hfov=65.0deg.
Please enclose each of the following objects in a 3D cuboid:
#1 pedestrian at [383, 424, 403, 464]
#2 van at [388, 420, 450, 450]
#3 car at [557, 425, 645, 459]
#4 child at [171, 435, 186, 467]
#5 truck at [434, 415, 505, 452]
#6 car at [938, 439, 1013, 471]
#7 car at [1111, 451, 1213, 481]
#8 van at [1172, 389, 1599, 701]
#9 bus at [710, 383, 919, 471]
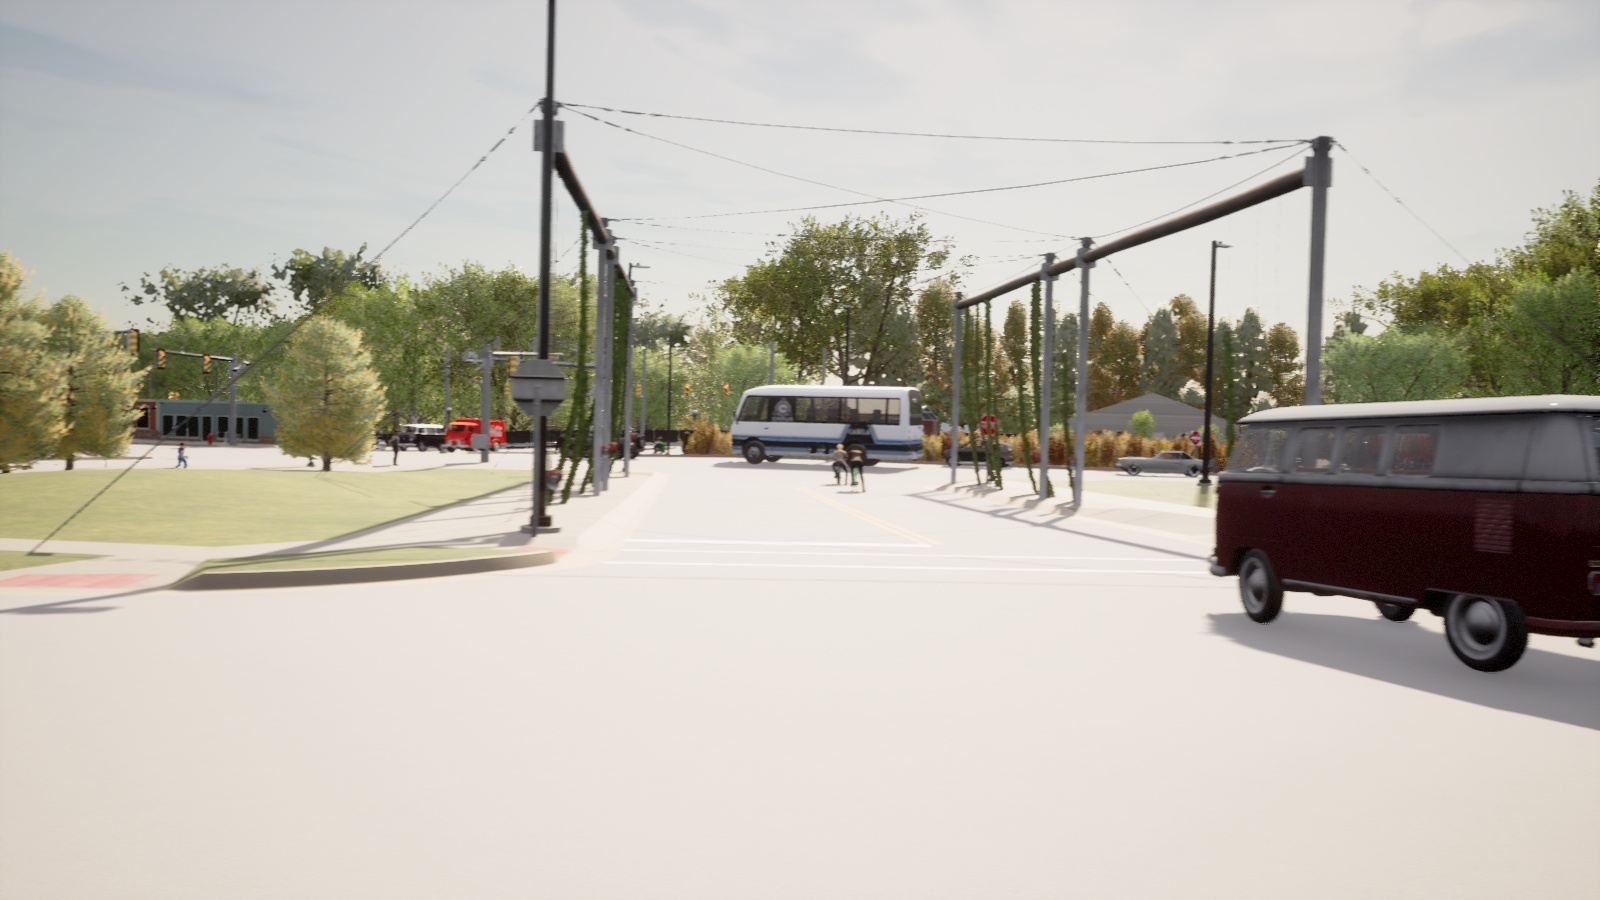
[{"bbox_3d":[-20.278,-0.308,62.513,0.788,1.949,0.423,2,2,7],"label":"pedestrian"},{"bbox_3d":[-27.801,-1.092,91.781,2.069,2.038,4.480,1,-1,19],"label":"van"},{"bbox_3d":[-11.305,-0.474,71.355,4.605,1.855,1.932,1,1,20],"label":"car"},{"bbox_3d":[-25.005,0.036,50.506,0.270,1.263,0.437,3,2,20],"label":"child"},{"bbox_3d":[-23.957,-1.199,91.358,2.627,2.467,5.204,2,0,16],"label":"truck"},{"bbox_3d":[9.466,0.258,67.774,3.705,1.549,1.789,2,2,19],"label":"car"},{"bbox_3d":[18.326,0.818,63.705,4.718,1.301,1.895,2,1,9],"label":"car"},{"bbox_3d":[5.110,0.625,10.380,1.775,1.987,4.442,2,0,-15],"label":"van"},{"bbox_3d":[0.769,-1.305,67.005,10.273,4.253,3.944,2,3,20],"label":"bus"}]
